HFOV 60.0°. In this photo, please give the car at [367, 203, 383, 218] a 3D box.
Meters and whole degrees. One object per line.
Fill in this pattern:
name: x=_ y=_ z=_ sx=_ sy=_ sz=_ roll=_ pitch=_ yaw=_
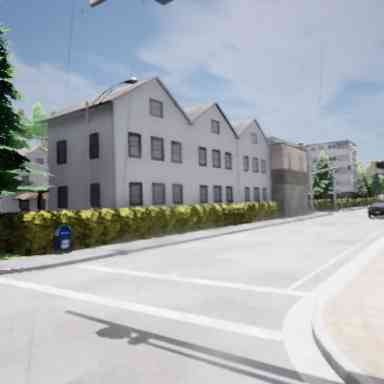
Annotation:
car: x=19.125 y=1.811 z=33.702 sx=1.882 sy=1.535 sz=5.008 roll=-3 pitch=-2 yaw=36
